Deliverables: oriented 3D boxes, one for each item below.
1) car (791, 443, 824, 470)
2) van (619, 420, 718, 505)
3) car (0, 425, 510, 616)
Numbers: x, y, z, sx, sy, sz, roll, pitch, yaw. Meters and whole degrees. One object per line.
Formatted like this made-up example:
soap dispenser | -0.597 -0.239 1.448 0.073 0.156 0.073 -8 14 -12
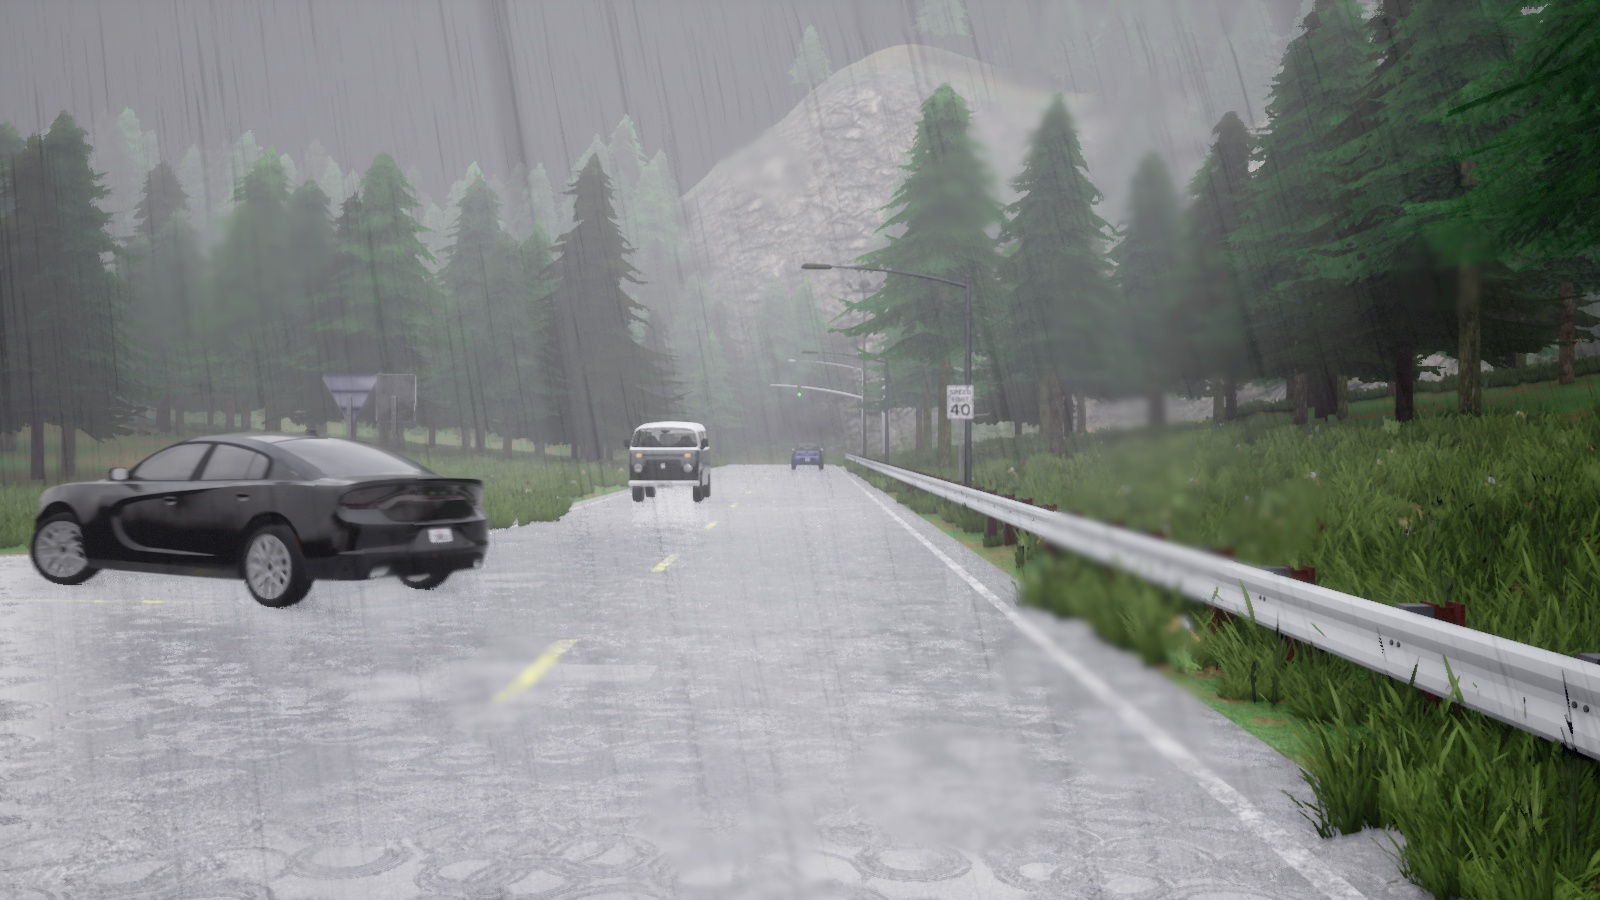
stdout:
car | 0.418 0.343 69.667 1.816 1.474 4.193 0 0 0
van | -3.297 0.272 32.380 2.069 2.038 4.480 0 0 0
car | -5.391 0.557 12.185 5.008 1.535 1.882 1 0 28
